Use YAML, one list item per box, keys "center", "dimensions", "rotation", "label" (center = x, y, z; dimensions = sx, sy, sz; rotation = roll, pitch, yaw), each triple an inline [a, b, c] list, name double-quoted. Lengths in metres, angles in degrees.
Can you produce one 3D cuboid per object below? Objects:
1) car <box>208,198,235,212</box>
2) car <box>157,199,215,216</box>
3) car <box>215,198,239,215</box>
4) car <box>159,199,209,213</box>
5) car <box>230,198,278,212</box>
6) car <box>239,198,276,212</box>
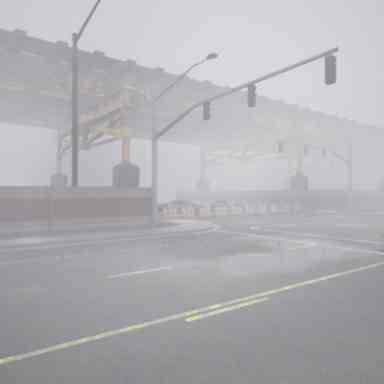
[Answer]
- center: [3.110, 1.291, 34.306]
  dimensions: [1.853, 1.218, 4.536]
  rotation: [0, 0, 18]
  label: "car"
- center: [-0.651, 1.449, 31.572]
  dimensions: [4.974, 1.542, 2.038]
  rotation: [0, 0, 8]
  label: "car"
- center: [3.094, 1.448, 34.256]
  dimensions: [2.038, 1.542, 4.974]
  rotation: [0, 0, 18]
  label: "car"
- center: [-0.703, 1.292, 31.579]
  dimensions: [4.536, 1.218, 1.853]
  rotation: [0, 0, 8]
  label: "car"
- center: [7.005, 1.447, 38.015]
  dimensions: [4.974, 1.542, 2.038]
  rotation: [0, 0, -7]
  label: "car"
- center: [6.954, 1.289, 38.009]
  dimensions: [4.536, 1.218, 1.853]
  rotation: [0, 0, -7]
  label: "car"
